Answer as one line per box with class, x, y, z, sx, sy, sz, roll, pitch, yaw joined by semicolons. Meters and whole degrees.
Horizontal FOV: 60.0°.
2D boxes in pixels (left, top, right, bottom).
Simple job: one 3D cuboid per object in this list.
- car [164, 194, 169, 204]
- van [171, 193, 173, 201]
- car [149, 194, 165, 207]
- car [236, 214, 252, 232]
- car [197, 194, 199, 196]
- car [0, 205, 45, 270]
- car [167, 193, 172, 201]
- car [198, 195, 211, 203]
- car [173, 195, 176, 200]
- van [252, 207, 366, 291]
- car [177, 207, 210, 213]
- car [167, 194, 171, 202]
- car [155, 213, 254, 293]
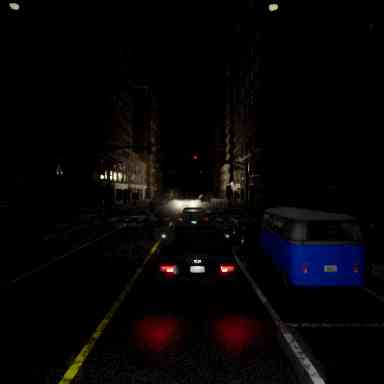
car;-5.669;1.515;57.797;2.008;1.369;4.403;0;0;0
van;-5.670;1.303;74.149;1.690;1.788;3.998;0;0;0
car;-5.669;1.492;52.176;1.752;1.417;4.829;0;0;0
car;2.856;1.561;14.358;1.947;1.339;4.313;0;0;0
car;2.856;1.513;79.632;2.008;1.369;4.403;0;0;0
car;-5.670;1.313;8.657;2.192;1.841;5.009;0;0;0
car;-5.669;1.506;68.699;1.887;1.381;4.507;0;0;0
car;2.855;1.402;68.734;1.967;1.590;4.097;0;0;0
car;-5.669;1.514;79.600;2.008;1.369;4.403;0;0;0
van;2.855;1.339;8.697;1.690;1.788;3.998;0;0;0
car;0.101;1.557;19.287;1.994;1.385;4.181;0;0;0
car;-5.669;1.507;63.248;1.887;1.381;4.507;0;0;0
car;0.101;1.545;8.968;2.033;1.411;5.357;0;0;0
